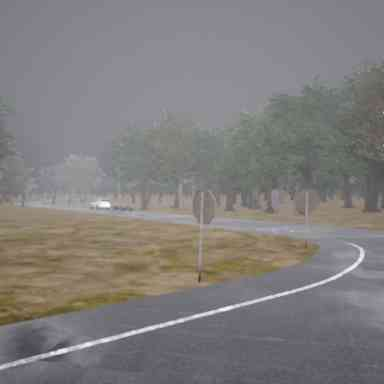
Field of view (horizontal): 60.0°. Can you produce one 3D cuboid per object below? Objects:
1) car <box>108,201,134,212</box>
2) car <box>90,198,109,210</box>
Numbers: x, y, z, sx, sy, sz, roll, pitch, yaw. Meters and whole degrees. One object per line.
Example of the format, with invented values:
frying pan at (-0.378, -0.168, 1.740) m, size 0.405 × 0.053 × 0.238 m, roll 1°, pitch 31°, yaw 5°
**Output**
car at (-10.757, 2.396, 51.424) m, size 1.895 × 1.301 × 4.718 m, roll 3°, pitch -2°, yaw -34°
car at (-16.466, 2.182, 59.725) m, size 2.150 × 2.045 × 5.566 m, roll 3°, pitch -2°, yaw -34°
